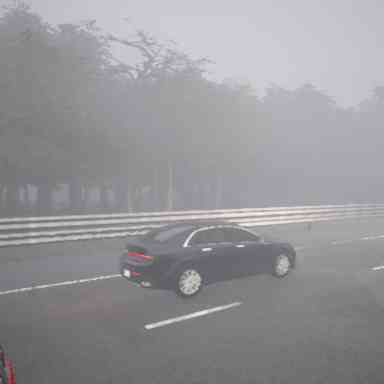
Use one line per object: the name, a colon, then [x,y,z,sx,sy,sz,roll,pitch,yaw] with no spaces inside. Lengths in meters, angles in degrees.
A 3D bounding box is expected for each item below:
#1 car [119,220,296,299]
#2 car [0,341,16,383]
car: [0.597,1.489,8.481,4.892,1.490,1.837,0,0,-34]
car: [-3.737,1.213,1.159,5.566,2.045,2.150,0,0,-35]
